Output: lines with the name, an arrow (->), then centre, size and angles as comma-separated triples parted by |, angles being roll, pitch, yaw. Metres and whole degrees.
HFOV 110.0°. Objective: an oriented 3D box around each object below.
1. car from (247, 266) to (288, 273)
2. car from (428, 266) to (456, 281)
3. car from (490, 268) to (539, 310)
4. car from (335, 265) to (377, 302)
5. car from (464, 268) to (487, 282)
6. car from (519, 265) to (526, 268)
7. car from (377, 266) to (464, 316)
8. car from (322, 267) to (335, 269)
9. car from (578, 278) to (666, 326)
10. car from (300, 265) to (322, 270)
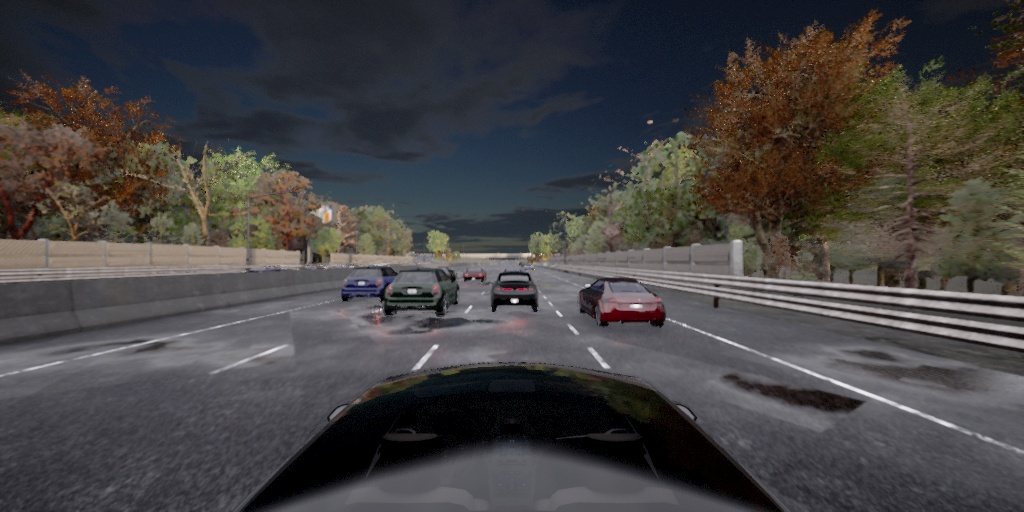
car -> -28.092, 1.846, 41.268 | 1.895, 1.301, 4.718 | 0, -1, 0
car -> -6.900, 1.741, 35.994 | 1.994, 1.385, 4.181 | 0, -1, 0
car -> 0.099, 1.425, 15.600 | 1.837, 1.490, 4.892 | 0, -1, 0
car -> -6.902, 1.310, 18.578 | 2.097, 1.767, 4.553 | 0, -1, 0
car -> -3.400, 1.752, 33.945 | 1.895, 1.301, 4.718 | 0, -1, 0
car -> 0.100, 1.751, 33.933 | 1.895, 1.301, 4.718 | 0, -1, 0
car -> -3.401, 1.257, 14.344 | 2.097, 1.767, 4.553 | 0, -1, 0
car -> -21.087, 1.847, 44.296 | 1.994, 1.385, 4.181 | 0, -1, 0
car -> 3.518, 1.428, 12.184 | 1.994, 1.385, 4.181 | 0, -1, 0
car -> -24.585, 1.846, 44.150 | 1.994, 1.385, 4.181 | 0, -1, 0
